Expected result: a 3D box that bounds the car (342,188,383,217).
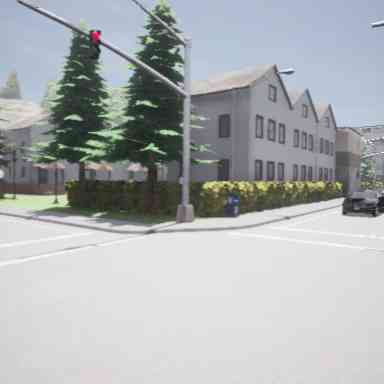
[{"bbox_3d":[11.072,0.622,21.293,1.882,1.535,5.008,2,3,37],"label":"car"}]
